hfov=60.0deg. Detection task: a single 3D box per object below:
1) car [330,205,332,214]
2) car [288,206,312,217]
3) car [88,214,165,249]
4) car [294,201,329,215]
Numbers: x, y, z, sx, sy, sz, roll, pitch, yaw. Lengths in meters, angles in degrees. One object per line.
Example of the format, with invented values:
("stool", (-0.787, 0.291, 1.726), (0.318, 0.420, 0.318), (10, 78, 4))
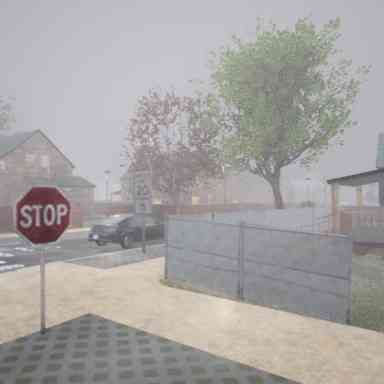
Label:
("car", (20.651, 2.680, 49.374), (2.033, 1.411, 5.357), (-1, -2, 35))
("car", (15.064, 2.658, 46.125), (1.895, 1.301, 4.718), (-1, -2, 35))
("car", (-2.672, 1.736, 15.637), (1.812, 1.442, 4.674), (-1, -2, 35))
("car", (14.860, 2.124, 40.918), (2.150, 2.045, 5.566), (-1, -2, 35))
